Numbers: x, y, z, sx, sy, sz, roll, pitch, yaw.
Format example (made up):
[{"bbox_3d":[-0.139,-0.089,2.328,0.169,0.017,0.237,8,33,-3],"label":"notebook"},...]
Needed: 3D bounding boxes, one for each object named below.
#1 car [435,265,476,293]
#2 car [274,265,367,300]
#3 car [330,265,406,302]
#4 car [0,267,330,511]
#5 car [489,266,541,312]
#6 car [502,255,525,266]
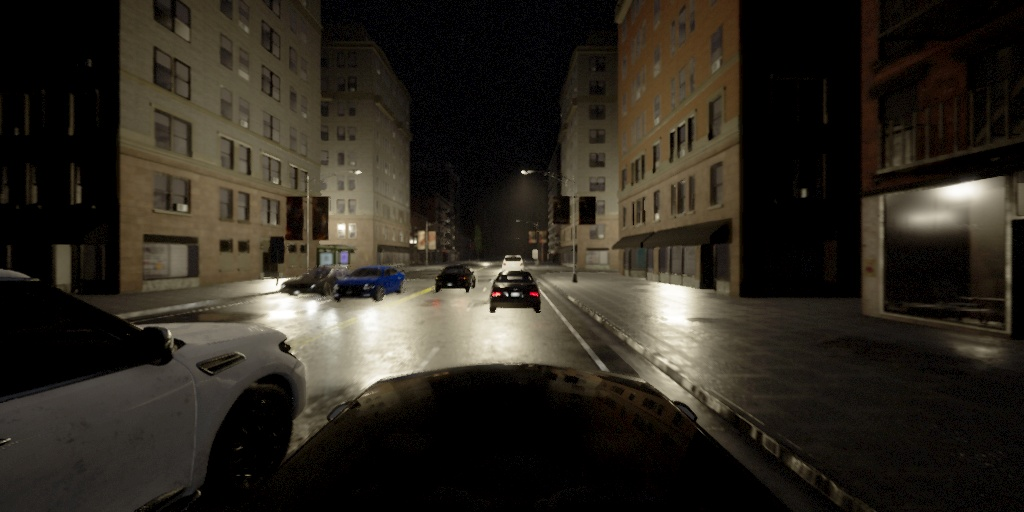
[{"bbox_3d":[-3.142,1.255,20.397,1.812,1.442,4.674,0,0,0],"label":"car"},{"bbox_3d":[-9.788,1.279,18.989,2.033,1.411,5.357,0,0,1],"label":"car"},{"bbox_3d":[-6.553,1.210,16.967,1.882,1.535,5.008,0,0,0],"label":"car"},{"bbox_3d":[-3.150,0.972,1.250,2.150,2.045,5.566,0,0,0],"label":"car"},{"bbox_3d":[0.103,1.283,14.071,2.033,1.411,5.357,0,0,0],"label":"car"},{"bbox_3d":[0.112,0.941,37.132,2.150,2.045,5.566,0,0,0],"label":"car"}]
